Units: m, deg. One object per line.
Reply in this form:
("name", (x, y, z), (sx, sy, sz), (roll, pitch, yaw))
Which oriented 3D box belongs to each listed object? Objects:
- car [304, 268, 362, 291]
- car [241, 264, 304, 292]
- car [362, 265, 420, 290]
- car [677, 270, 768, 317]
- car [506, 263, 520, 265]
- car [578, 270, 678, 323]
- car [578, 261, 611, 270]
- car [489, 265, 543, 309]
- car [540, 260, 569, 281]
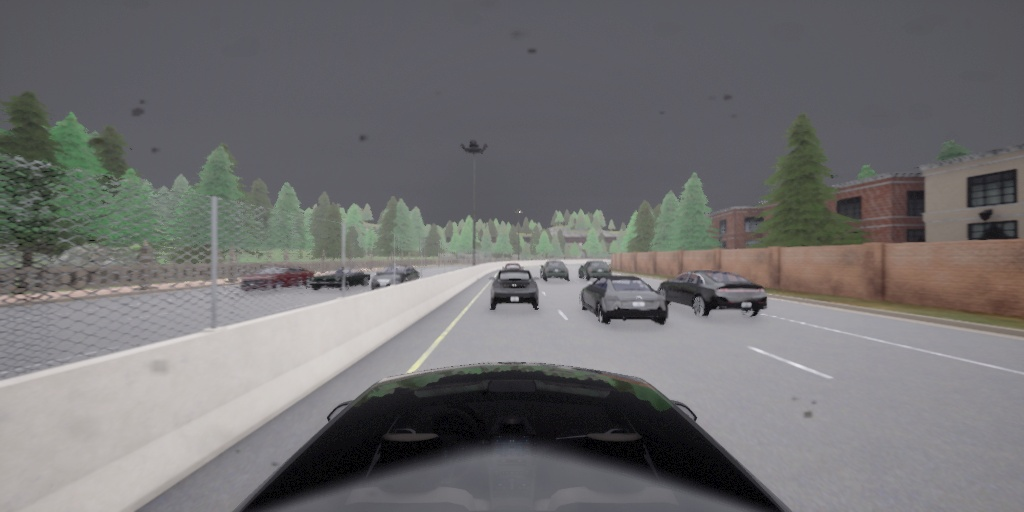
("car", (-10.607, 1.412, 22.494), (1.895, 1.301, 4.718), (0, 0, 0))
("car", (-14.106, 1.287, 21.950), (1.882, 1.535, 5.008), (0, 0, 0))
("car", (-7.106, 1.302, 22.274), (2.128, 1.511, 4.902), (0, 0, 0))
("car", (7.095, 1.275, 13.270), (2.128, 1.511, 4.902), (0, 0, 0))
("car", (0.076, 1.365, 32.329), (1.812, 1.442, 4.674), (0, 0, 0))
("car", (3.595, 1.344, 12.184), (1.994, 1.385, 4.181), (0, 0, 0))
("car", (7.091, 1.187, 31.014), (2.097, 1.767, 4.553), (0, 0, 0))
("car", (0.095, 1.294, 15.180), (1.837, 1.490, 4.892), (0, 0, 0))
("car", (3.590, 1.188, 31.017), (2.097, 1.767, 4.553), (0, 0, 0))
